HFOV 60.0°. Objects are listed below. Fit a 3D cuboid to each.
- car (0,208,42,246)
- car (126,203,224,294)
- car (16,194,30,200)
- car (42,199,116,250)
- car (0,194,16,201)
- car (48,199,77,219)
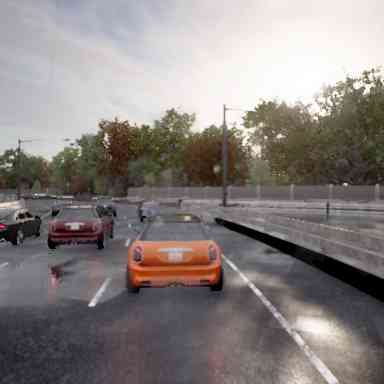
[{"bbox_3d":[-8.248,1.501,15.039,1.837,1.490,4.892,0,0,-8],"label":"car"},{"bbox_3d":[-0.503,1.345,9.001,2.097,1.767,4.553,0,0,-4],"label":"car"},{"bbox_3d":[-43.819,1.333,84.376,4.892,1.490,1.837,0,0,37],"label":"car"},{"bbox_3d":[-4.656,1.345,14.549,2.097,1.767,4.553,0,0,-7],"label":"car"},{"bbox_3d":[-46.009,1.193,81.647,4.553,1.767,2.097,0,0,37],"label":"car"},{"bbox_3d":[-11.816,1.480,30.699,2.128,1.511,4.902,0,0,-17],"label":"car"}]
